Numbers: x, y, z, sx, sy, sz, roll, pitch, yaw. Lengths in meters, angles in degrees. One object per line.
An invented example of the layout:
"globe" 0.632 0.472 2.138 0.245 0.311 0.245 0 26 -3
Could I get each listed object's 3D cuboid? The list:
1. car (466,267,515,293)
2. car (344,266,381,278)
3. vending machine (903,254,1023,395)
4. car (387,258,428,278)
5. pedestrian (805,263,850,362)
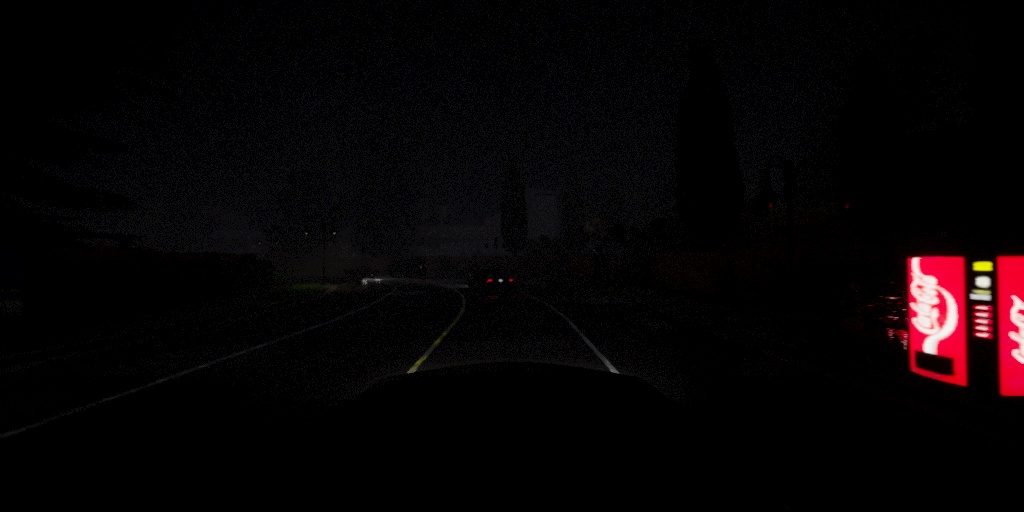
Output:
"car" -1.419 1.404 21.911 2.033 1.411 5.357 0 -1 -19
"car" -15.865 1.663 37.942 4.718 1.301 1.895 -1 -1 41
"vending machine" 6.886 0.962 5.327 1.100 2.100 0.880 0 0 0
"car" -11.433 1.276 39.060 5.566 2.045 2.150 -1 -1 43
"pedestrian" 5.614 0.956 6.384 0.375 1.860 0.375 0 -1 0
